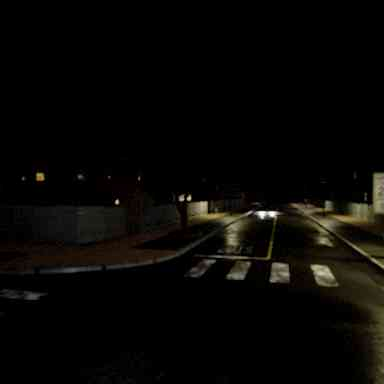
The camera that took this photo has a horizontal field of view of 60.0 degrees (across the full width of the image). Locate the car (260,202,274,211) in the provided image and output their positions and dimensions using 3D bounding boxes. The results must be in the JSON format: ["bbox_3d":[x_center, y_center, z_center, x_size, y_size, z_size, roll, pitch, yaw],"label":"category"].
[{"bbox_3d":[11.146,2.145,49.417,1.895,1.301,4.718,0,-1,15],"label":"car"}]
